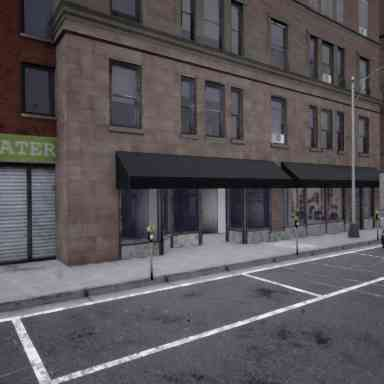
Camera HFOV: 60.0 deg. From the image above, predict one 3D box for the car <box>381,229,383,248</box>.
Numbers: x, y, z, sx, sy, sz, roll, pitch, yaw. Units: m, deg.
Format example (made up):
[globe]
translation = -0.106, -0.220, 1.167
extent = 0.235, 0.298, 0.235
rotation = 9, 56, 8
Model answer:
[car]
translation = 9.165, 1.540, 13.075
extent = 4.507, 1.381, 1.887
rotation = 0, -1, -35
